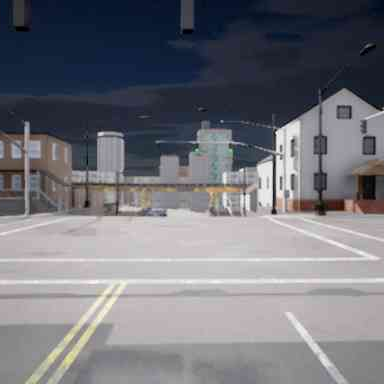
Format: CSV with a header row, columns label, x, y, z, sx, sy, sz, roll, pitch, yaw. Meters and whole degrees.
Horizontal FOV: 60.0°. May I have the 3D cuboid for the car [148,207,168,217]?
label,x,y,z,sx,sy,sz,roll,pitch,yaw
car,-3.579,2.370,35.860,1.812,1.442,4.674,0,-8,0
